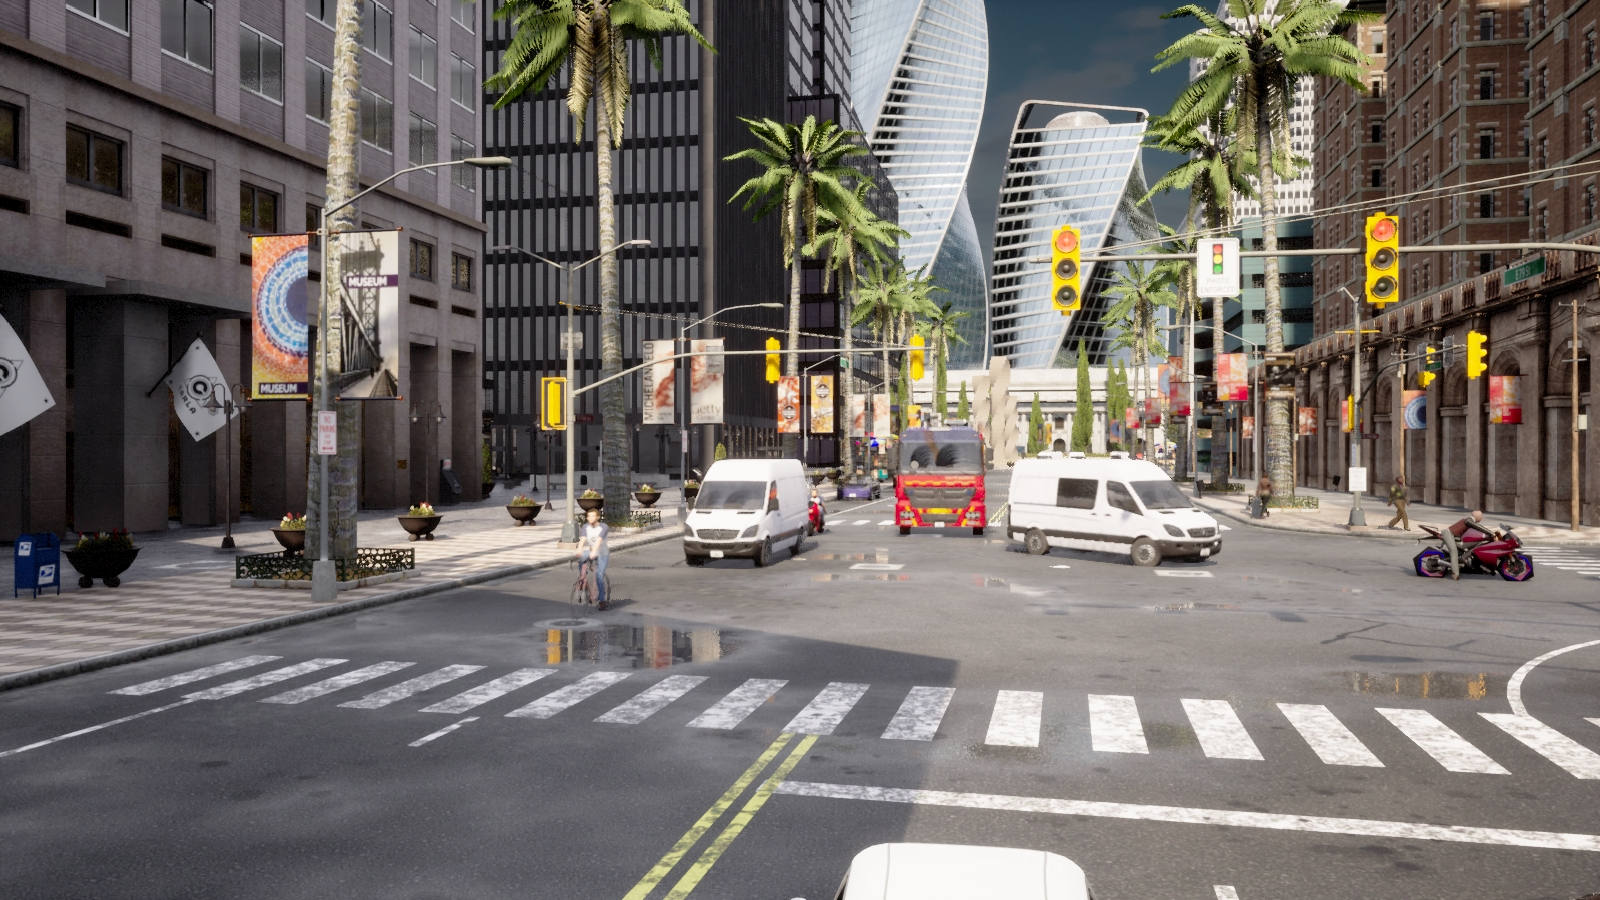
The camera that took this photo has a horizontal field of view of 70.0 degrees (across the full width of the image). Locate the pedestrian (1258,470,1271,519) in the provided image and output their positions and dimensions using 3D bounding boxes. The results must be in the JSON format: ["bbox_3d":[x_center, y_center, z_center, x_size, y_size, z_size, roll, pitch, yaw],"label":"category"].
[{"bbox_3d":[17.703,1.696,43.536,0.375,1.860,0.375,0,0,41],"label":"pedestrian"}]

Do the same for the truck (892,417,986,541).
[{"bbox_3d":[4.968,0.890,39.587,2.891,3.827,8.468,0,0,9],"label":"truck"}]

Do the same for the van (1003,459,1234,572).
[{"bbox_3d":[8.016,1.534,29.478,1.988,2.561,5.915,0,0,-32],"label":"van"}]

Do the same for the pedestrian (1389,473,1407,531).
[{"bbox_3d":[19.517,1.696,37.272,0.375,1.860,0.375,0,0,-16],"label":"pedestrian"}]

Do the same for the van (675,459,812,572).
[{"bbox_3d":[-1.294,1.534,29.351,1.988,2.561,5.915,0,0,13],"label":"van"}]

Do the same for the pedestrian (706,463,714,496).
[{"bbox_3d":[-5.156,1.701,65.662,0.375,1.860,0.375,0,0,13],"label":"pedestrian"}]

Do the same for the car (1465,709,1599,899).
[{"bbox_3d":[3.753,1.992,2.523,2.152,1.651,5.027,0,0,7],"label":"car"}]

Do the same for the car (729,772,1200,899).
[{"bbox_3d":[0.558,2.120,3.851,1.481,1.376,2.207,0,0,9],"label":"car"}]
